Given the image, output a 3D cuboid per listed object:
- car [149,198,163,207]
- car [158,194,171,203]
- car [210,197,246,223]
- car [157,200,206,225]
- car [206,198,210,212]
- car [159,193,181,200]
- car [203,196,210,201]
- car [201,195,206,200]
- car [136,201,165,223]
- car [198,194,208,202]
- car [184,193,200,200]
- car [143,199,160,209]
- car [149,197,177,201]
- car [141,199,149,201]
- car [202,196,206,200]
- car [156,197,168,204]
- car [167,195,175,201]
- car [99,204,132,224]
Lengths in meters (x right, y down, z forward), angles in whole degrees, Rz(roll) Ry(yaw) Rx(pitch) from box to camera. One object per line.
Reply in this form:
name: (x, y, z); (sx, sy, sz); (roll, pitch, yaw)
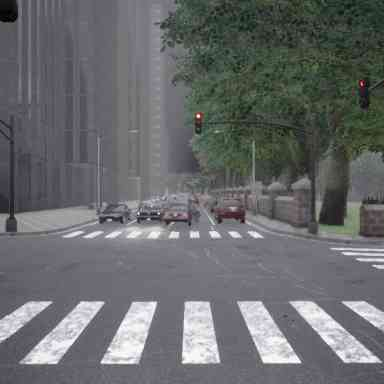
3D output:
car: (-5.668, 1.623, 52.502); (1.802, 1.307, 4.206); (0, 0, 0)
car: (-5.638, 1.375, 68.873); (2.192, 1.841, 5.009); (0, 0, 0)
car: (2.808, 1.326, 25.211); (2.192, 1.841, 5.009); (0, 0, 0)
car: (-0.588, 1.557, 23.920); (2.033, 1.411, 5.357); (0, 0, 10)
car: (2.828, 1.588, 36.123); (1.947, 1.339, 4.313); (0, 0, 0)
car: (-3.006, 1.386, 45.752); (2.097, 1.767, 4.553); (0, 0, 0)
car: (2.838, 1.580, 41.579); (2.008, 1.369, 4.403); (0, 0, 0)
car: (2.857, 1.481, 52.493); (1.967, 1.590, 4.097); (0, 0, 0)
car: (-3.053, 1.612, 25.659); (1.895, 1.301, 4.718); (0, 0, 0)
car: (2.524, 1.425, 75.837); (2.097, 1.767, 4.553); (0, 0, 0)
car: (0.205, 1.400, 58.480); (2.097, 1.767, 4.553); (0, 0, 0)
car: (-5.678, 1.617, 47.045); (1.802, 1.307, 4.206); (0, 0, 0)
car: (-3.031, 1.569, 35.476); (2.033, 1.411, 5.357); (0, 0, 1)
car: (-5.688, 1.579, 41.587); (2.008, 1.369, 4.403); (0, 0, 0)
car: (2.847, 1.586, 47.036); (2.008, 1.369, 4.403); (0, 0, 0)
car: (-5.648, 1.635, 63.416); (1.802, 1.307, 4.206); (0, 0, 0)
car: (-5.599, 1.534, 90.701); (1.967, 1.590, 4.097); (0, 0, 0)
car: (-5.717, 1.577, 25.217); (1.947, 1.339, 4.313); (0, 0, 0)
